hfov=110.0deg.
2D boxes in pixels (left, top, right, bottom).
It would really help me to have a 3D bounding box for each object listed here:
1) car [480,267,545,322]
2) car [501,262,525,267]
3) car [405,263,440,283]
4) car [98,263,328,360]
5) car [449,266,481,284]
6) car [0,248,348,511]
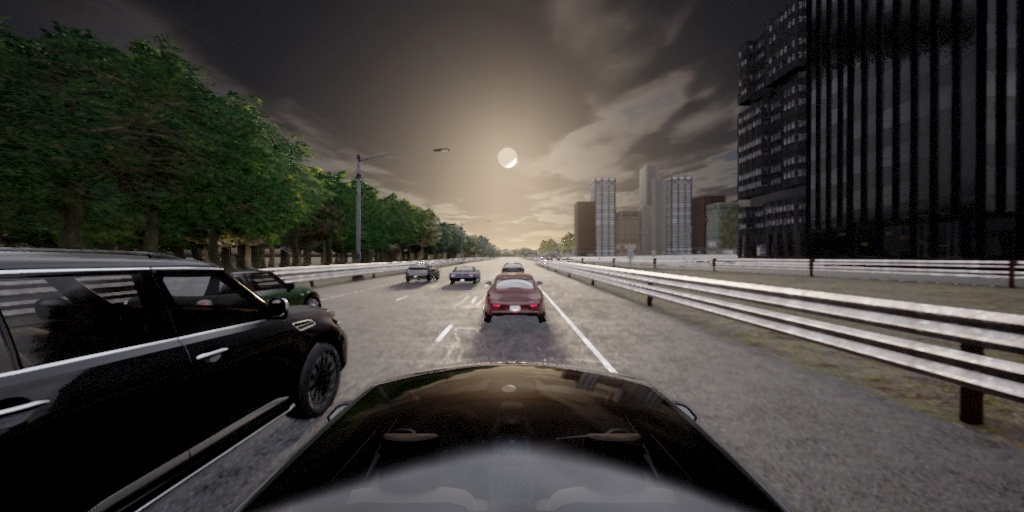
[{"bbox_3d":[0.081,1.286,12.233,1.812,1.442,4.674,0,0,0],"label":"car"},{"bbox_3d":[0.084,1.256,29.769,1.882,1.535,5.008,0,0,0],"label":"car"},{"bbox_3d":[-6.913,1.269,28.161,2.128,1.511,4.902,0,0,0],"label":"car"},{"bbox_3d":[-6.905,1.110,9.159,2.097,1.767,4.553,0,0,0],"label":"car"},{"bbox_3d":[-3.413,1.377,26.876,1.895,1.301,4.718,0,0,0],"label":"car"},{"bbox_3d":[-3.402,0.973,2.718,2.150,2.045,5.566,0,0,0],"label":"car"}]
